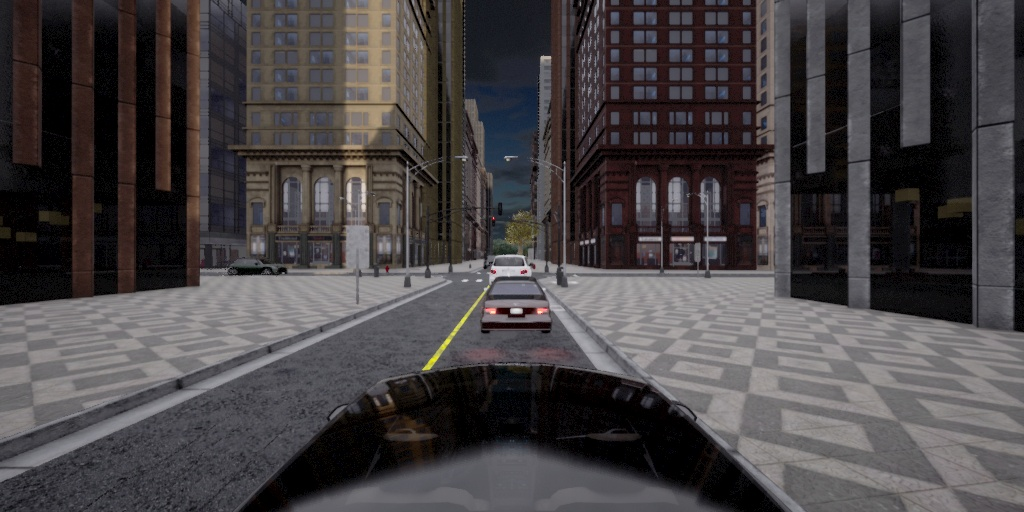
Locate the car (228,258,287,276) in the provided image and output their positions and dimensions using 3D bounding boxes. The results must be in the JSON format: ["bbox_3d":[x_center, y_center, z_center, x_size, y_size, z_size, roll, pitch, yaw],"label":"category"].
[{"bbox_3d":[-23.543,1.021,33.372,4.553,1.767,2.097,0,0,0],"label":"car"}]

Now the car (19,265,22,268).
[{"bbox_3d":[-48.083,1.161,33.451,5.357,1.411,2.033,0,0,0],"label":"car"}]

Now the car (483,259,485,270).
[{"bbox_3d":[-3.120,0.962,53.886,2.150,2.045,5.566,0,0,-1],"label":"car"}]

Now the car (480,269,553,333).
[{"bbox_3d":[0.092,1.296,10.638,2.033,1.411,5.357,0,0,0],"label":"car"}]

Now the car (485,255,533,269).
[{"bbox_3d":[0.019,0.968,20.883,2.150,2.045,5.566,0,0,4],"label":"car"}]
